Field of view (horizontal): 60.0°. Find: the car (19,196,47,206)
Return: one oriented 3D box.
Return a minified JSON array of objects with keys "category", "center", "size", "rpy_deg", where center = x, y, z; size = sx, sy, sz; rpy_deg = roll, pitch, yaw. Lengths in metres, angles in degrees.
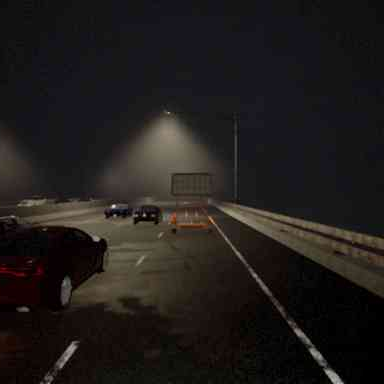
[{"category":"car","center":[-24.578,1.597,51.678],"size":[2.150,2.045,5.566],"rpy_deg":[0,0,0]}]

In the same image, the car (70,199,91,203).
[{"category":"car","center":[-17.578,1.897,54.070],"size":[1.837,1.490,4.892],"rpy_deg":[0,0,0]}]

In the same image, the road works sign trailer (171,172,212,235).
[{"category":"road works sign trailer","center":[-0.010,0.613,19.766],"size":[2.380,3.560,2.880],"rpy_deg":[0,0,0]}]

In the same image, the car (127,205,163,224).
[{"category":"car","center":[-3.414,1.744,26.359],"size":[2.033,1.411,5.357],"rpy_deg":[0,0,0]}]

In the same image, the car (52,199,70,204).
[{"category":"car","center":[-21.076,1.896,53.915],"size":[1.837,1.490,4.892],"rpy_deg":[0,0,0]}]

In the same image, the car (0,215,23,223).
[{"category":"car","center":[-6.906,1.582,11.906],"size":[2.128,1.511,4.902],"rpy_deg":[0,0,0]}]

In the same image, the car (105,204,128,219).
[{"category":"car","center":[-6.915,1.839,32.082],"size":[1.895,1.301,4.718],"rpy_deg":[0,0,0]}]

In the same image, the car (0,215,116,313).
[{"category":"car","center":[-3.404,1.539,7.933],"size":[1.882,1.535,5.008],"rpy_deg":[0,0,0]}]
